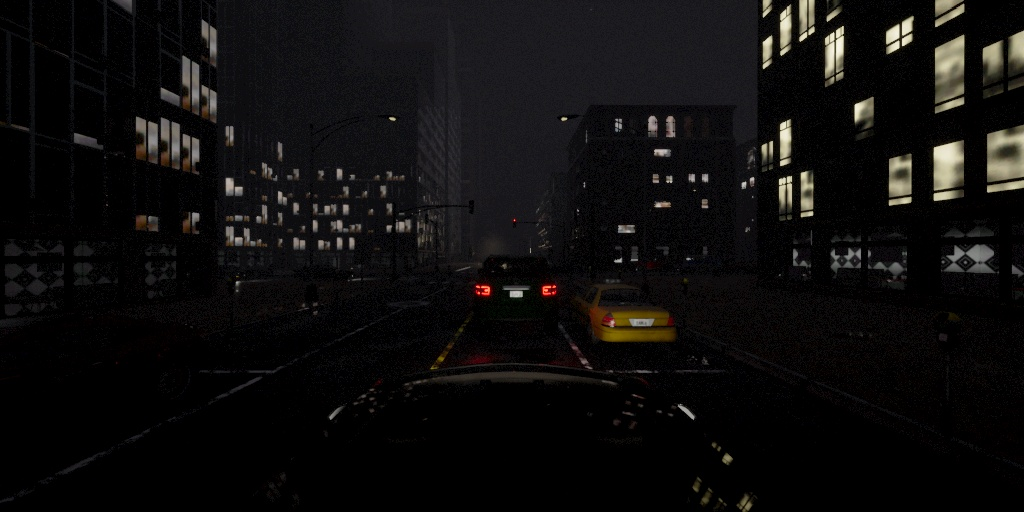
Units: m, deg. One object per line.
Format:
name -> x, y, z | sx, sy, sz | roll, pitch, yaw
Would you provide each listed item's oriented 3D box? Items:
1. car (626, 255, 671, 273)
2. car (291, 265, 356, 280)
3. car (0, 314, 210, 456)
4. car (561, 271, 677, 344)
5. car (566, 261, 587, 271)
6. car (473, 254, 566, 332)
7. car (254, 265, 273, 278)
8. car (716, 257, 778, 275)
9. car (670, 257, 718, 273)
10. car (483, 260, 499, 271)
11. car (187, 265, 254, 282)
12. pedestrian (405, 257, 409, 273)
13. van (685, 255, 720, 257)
car -> 15.284, 0.844, 39.603 | 5.009, 1.841, 2.192 | 0, 0, -1
car -> -17.723, 1.515, 33.769 | 5.357, 1.411, 2.033 | -1, 0, -1
car -> -5.317, 1.332, 3.647 | 1.802, 1.307, 4.207 | 0, 0, 0
car -> 2.558, 1.275, 9.384 | 1.751, 1.417, 4.829 | 0, 0, 0
car -> 4.783, 1.218, 35.984 | 5.357, 1.411, 2.033 | -1, 0, -16
car -> 0.089, 0.971, 10.937 | 2.150, 2.045, 5.566 | 0, 0, 0
car -> -28.441, 1.649, 39.004 | 4.403, 1.370, 2.007 | 0, 0, -1
car -> 21.056, 1.019, 31.789 | 4.507, 1.381, 1.888 | 0, 0, -1
car -> 19.422, 1.083, 37.186 | 4.718, 1.301, 1.895 | -1, 0, -1
car -> -2.886, 1.299, 50.584 | 2.033, 1.411, 5.357 | 0, 0, -1
car -> -27.537, 1.603, 33.634 | 4.892, 1.490, 1.837 | -1, 0, -1
pedestrian -> -12.392, 1.020, 42.205 | 0.375, 1.860, 0.375 | 0, 1, -1
van -> 20.940, 0.799, 39.669 | 3.998, 1.789, 1.690 | 0, 0, -1
